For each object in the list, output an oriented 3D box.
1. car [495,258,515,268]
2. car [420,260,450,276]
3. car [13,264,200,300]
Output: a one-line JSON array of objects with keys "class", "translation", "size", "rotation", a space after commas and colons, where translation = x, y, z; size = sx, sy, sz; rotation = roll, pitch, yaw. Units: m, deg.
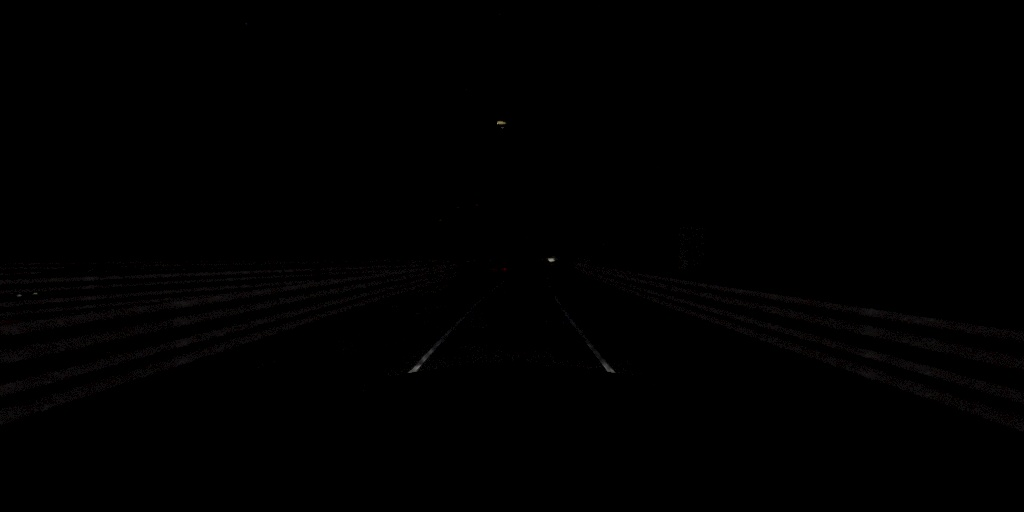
[{"class": "car", "translation": [-1.075, 1.073, 58.159], "size": [2.097, 1.767, 4.553], "rotation": [0, 0, 17]}, {"class": "car", "translation": [-7.934, 1.127, 36.236], "size": [1.882, 1.535, 5.008], "rotation": [0, 0, 17]}, {"class": "car", "translation": [-14.970, 1.057, 13.745], "size": [2.128, 1.511, 4.902], "rotation": [0, 0, 17]}]
